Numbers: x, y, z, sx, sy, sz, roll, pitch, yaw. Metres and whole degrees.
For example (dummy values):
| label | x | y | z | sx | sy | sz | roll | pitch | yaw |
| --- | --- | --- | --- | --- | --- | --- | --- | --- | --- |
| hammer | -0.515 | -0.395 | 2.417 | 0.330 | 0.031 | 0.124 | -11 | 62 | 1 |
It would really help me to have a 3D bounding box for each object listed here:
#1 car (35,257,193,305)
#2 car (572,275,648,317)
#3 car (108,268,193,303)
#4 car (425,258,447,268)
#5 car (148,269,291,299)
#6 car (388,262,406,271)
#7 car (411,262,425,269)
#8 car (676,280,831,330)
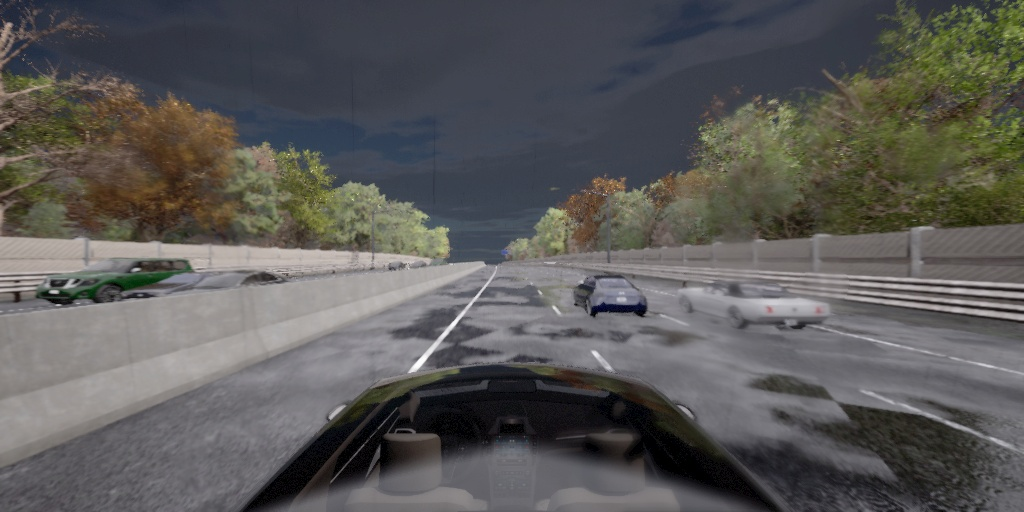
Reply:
| label | x | y | z | sx | sy | sz | roll | pitch | yaw |
| --- | --- | --- | --- | --- | --- | --- | --- | --- | --- |
| car | -17.637 | 1.075 | 16.573 | 2.150 | 2.045 | 5.566 | 2 | -1 | 0 |
| car | 3.554 | 1.395 | 13.672 | 1.994 | 1.385 | 4.181 | 0 | 0 | 0 |
| car | -14.157 | 1.414 | 16.212 | 2.033 | 1.411 | 5.357 | 0 | 0 | -1 |
| car | -11.330 | 1.363 | 55.352 | 2.150 | 2.045 | 5.566 | 0 | 0 | -1 |
| car | -10.643 | 1.352 | 13.914 | 1.837 | 1.490 | 4.892 | 0 | 0 | 0 |
| car | -18.393 | 1.647 | 57.618 | 1.837 | 1.490 | 4.892 | 0 | -1 | -1 |
| car | -14.905 | 1.652 | 57.750 | 1.837 | 1.490 | 4.892 | 0 | 0 | -1 |
| car | 7.071 | 1.411 | 11.290 | 1.895 | 1.301 | 4.718 | 0 | 0 | 0 |
